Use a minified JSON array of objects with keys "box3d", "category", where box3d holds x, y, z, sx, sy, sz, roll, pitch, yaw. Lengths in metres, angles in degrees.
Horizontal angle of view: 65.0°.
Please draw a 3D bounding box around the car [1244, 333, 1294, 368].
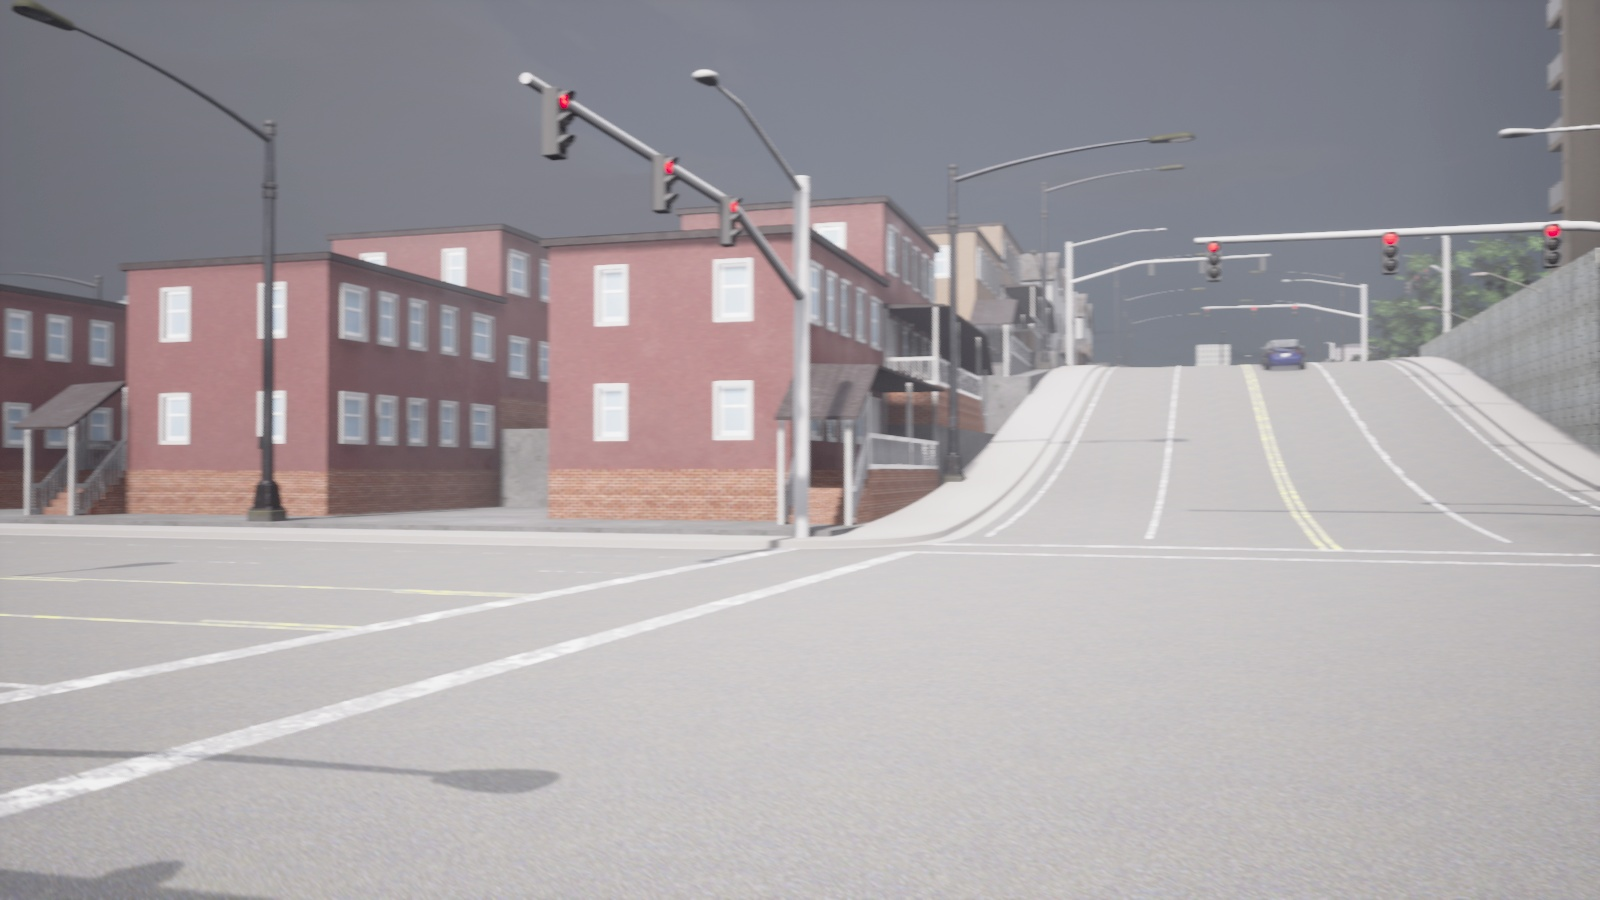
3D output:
[{"box3d":[24.584,-5.240,65.891,2.163,1.488,4.792,-1,7,17],"category":"car"}]
